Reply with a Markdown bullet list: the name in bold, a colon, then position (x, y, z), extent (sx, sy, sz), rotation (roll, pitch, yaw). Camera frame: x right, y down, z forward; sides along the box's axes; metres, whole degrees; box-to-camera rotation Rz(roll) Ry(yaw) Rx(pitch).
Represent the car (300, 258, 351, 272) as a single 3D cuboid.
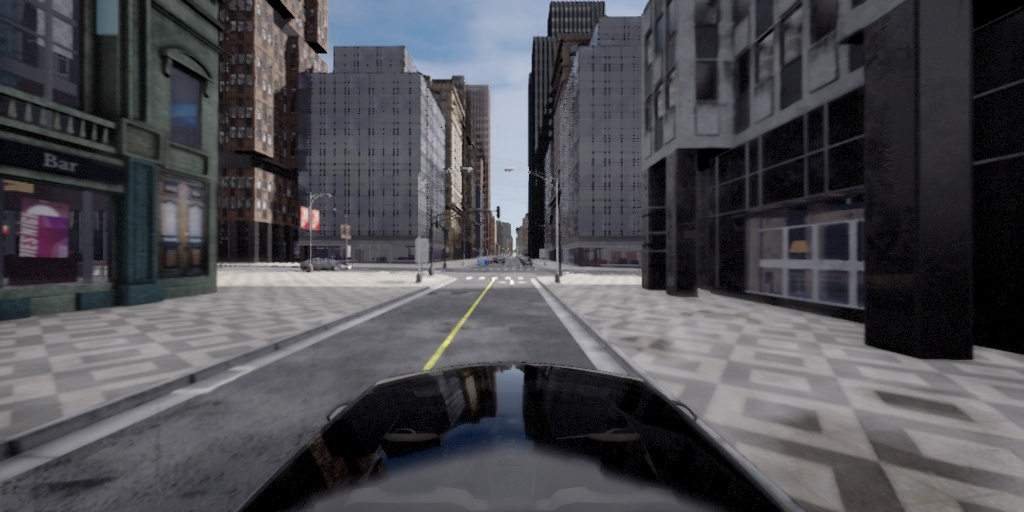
- **car**: position (-19.129, 0.984, 36.887), extent (4.902, 1.511, 2.128), rotation (2, 0, 0)
